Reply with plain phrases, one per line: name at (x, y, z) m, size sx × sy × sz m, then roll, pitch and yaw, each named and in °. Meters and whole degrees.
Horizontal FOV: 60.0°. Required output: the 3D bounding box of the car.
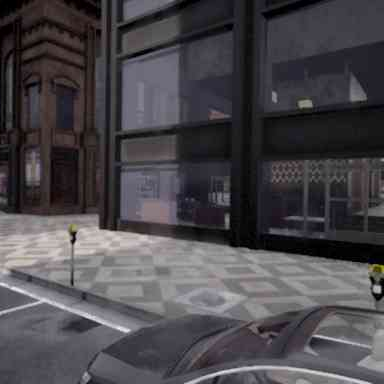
car at (1.012, 1.543, 2.242) m, size 4.403 × 1.369 × 2.008 m, roll 1°, pitch 1°, yaw 35°
